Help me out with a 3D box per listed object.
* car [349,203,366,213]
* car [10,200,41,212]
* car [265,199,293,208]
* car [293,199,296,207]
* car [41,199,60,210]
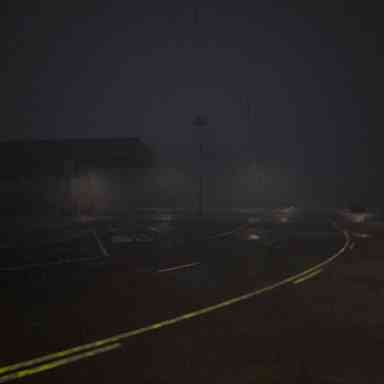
[{"bbox_3d":[24.939,2.345,50.170,1.812,1.442,4.674,0,-1,18],"label":"car"},{"bbox_3d":[-25.935,2.318,51.281,3.806,1.475,1.970,0,-1,18],"label":"car"},{"bbox_3d":[17.826,2.619,69.417,5.008,1.535,1.882,0,-1,-5],"label":"car"},{"bbox_3d":[24.641,2.910,83.505,2.033,1.411,5.357,0,-1,18],"label":"car"},{"bbox_3d":[-24.903,2.251,56.986,4.611,1.667,2.242,0,-1,18],"label":"car"}]
